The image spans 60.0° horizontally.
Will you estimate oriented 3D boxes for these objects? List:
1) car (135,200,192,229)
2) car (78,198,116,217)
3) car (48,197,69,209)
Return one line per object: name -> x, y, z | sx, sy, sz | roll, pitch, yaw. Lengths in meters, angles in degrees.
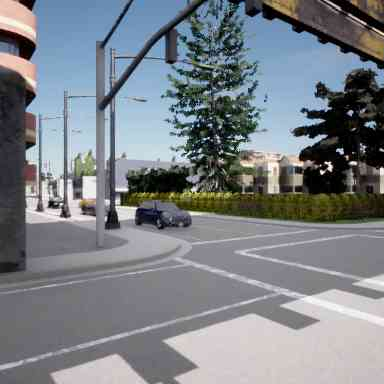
car -> -1.949, 1.352, 21.692 | 2.097, 1.767, 4.553 | 0, 0, -35
car -> -9.018, 1.547, 31.721 | 2.033, 1.411, 5.357 | 0, 0, -36
car -> -17.960, 1.493, 44.540 | 2.128, 1.511, 4.902 | 0, 0, -35
